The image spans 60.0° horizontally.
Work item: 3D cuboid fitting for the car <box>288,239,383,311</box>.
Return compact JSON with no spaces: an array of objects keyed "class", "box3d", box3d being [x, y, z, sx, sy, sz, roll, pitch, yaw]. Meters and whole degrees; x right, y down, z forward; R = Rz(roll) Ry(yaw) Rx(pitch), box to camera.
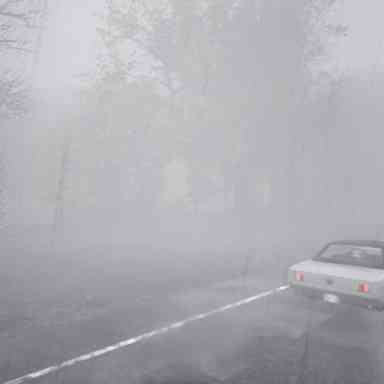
[{"class":"car","box3d":[4.317,1.797,7.989,4.718,1.301,1.895,1,-2,-44]}]
